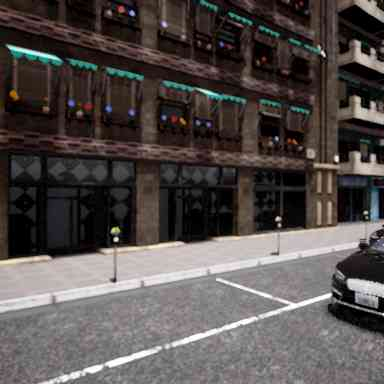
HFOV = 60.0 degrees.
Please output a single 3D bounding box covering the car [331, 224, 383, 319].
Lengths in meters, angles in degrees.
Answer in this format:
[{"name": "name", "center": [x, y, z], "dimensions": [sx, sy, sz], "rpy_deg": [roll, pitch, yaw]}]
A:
[{"name": "car", "center": [4.825, 1.495, 6.829], "dimensions": [4.902, 1.511, 2.128], "rpy_deg": [0, 0, -36]}]
